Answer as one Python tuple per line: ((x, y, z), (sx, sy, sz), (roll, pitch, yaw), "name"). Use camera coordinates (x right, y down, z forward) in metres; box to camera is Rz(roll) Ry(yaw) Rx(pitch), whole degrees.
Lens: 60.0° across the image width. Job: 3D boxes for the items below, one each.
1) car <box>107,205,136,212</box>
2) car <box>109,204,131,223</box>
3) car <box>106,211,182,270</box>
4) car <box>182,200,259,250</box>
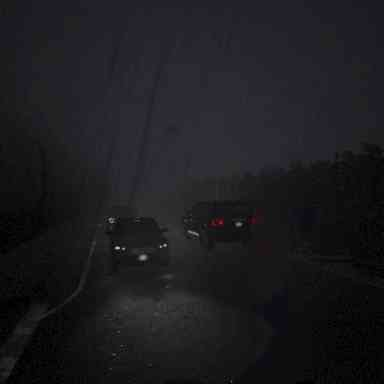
((-4.437, 1.683, 21.670), (2.097, 1.767, 4.553), (-1, -1, -14), "car")
((-6.916, 1.987, 31.628), (1.837, 1.490, 4.892), (-1, -1, -14), "car")
((-2.013, 1.674, 12.026), (2.128, 1.511, 4.902), (-1, -1, -14), "car")
((1.079, 1.378, 15.427), (2.150, 2.045, 5.566), (-1, -1, -16), "car")
